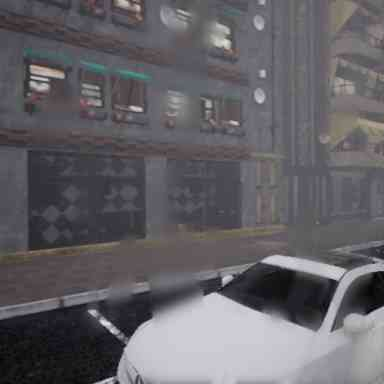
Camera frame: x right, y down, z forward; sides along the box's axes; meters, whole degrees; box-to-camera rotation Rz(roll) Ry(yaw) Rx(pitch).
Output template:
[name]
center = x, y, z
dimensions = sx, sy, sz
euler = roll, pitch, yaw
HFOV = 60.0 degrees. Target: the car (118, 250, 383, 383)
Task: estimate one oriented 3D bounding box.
[car]
center = 1.451, 1.525, 4.080
dimensions = 4.674, 1.442, 1.812
euler = 0, 0, -35
